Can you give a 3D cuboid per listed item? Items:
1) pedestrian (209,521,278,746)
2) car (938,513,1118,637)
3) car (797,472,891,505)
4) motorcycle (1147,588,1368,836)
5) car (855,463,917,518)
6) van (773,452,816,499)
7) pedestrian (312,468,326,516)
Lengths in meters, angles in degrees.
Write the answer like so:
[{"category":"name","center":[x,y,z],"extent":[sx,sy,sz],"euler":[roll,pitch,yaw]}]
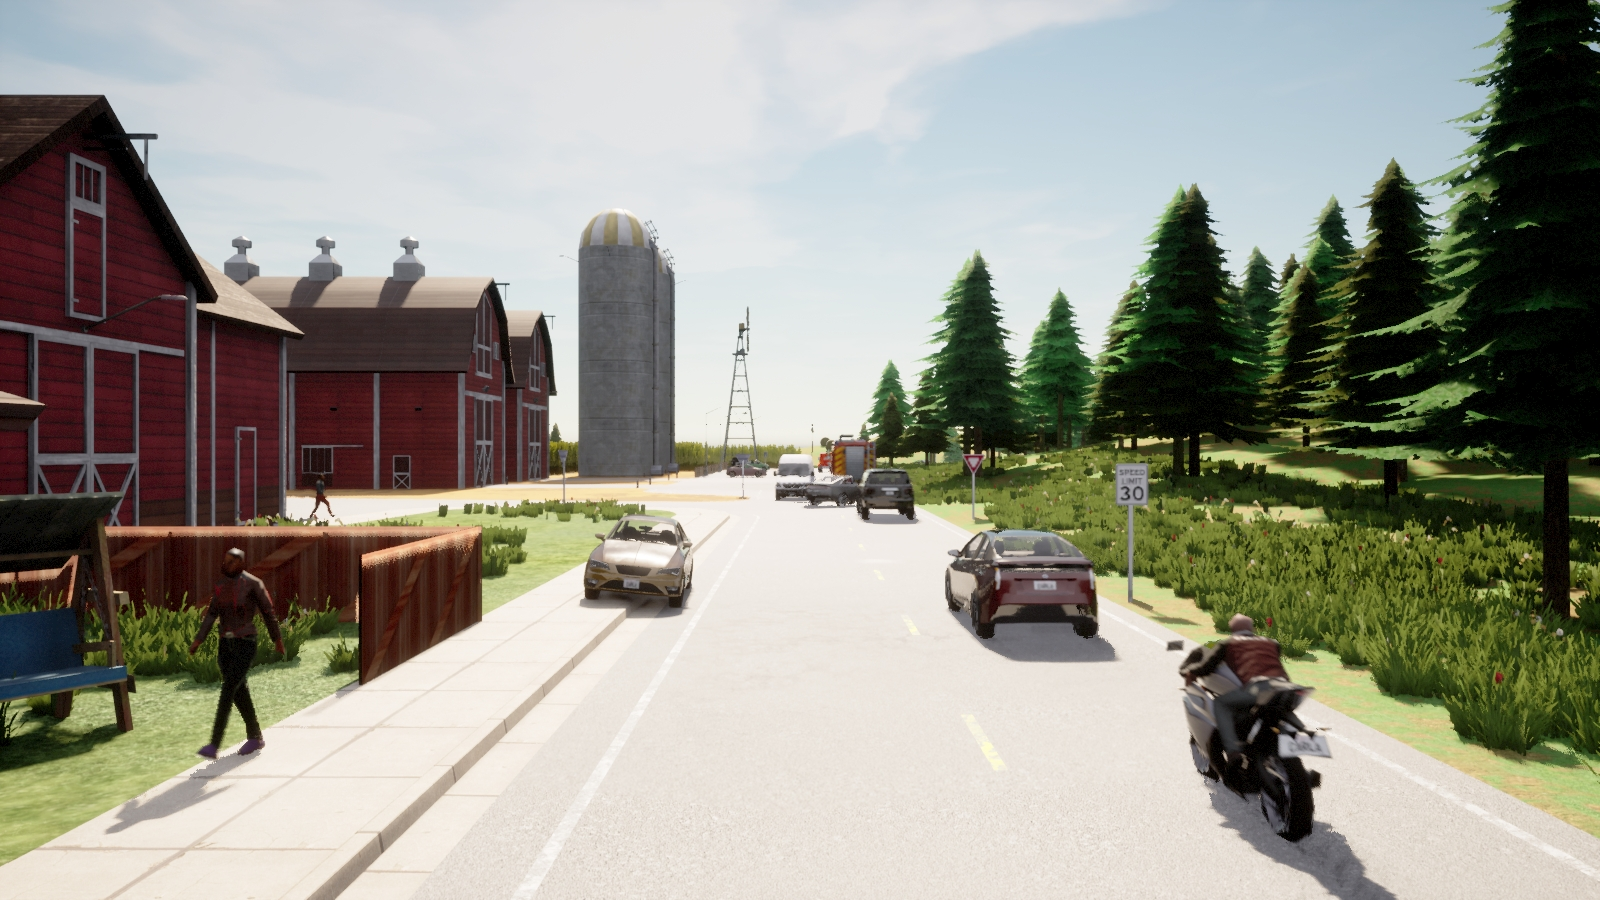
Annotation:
[{"category":"pedestrian","center":[-4.777,1.555,9.817],"extent":[0.375,1.860,0.375],"euler":[0,0,11]},{"category":"car","center":[3.521,1.900,18.526],"extent":[2.007,1.525,4.514],"euler":[0,0,0]},{"category":"car","center":[2.265,1.898,57.272],"extent":[2.128,1.511,4.902],"euler":[1,0,40]},{"category":"motorcycle","center":[3.521,1.961,9.066],"extent":[0.867,1.460,2.209],"euler":[0,0,0]},{"category":"car","center":[3.549,1.632,47.992],"extent":[2.150,2.045,5.566],"euler":[0,1,0]},{"category":"van","center":[-0.240,1.394,65.248],"extent":[1.988,2.561,5.915],"euler":[0,0,4]},{"category":"pedestrian","center":[-18.634,1.616,44.272],"extent":[0.375,1.860,0.375],"euler":[0,0,0]}]
